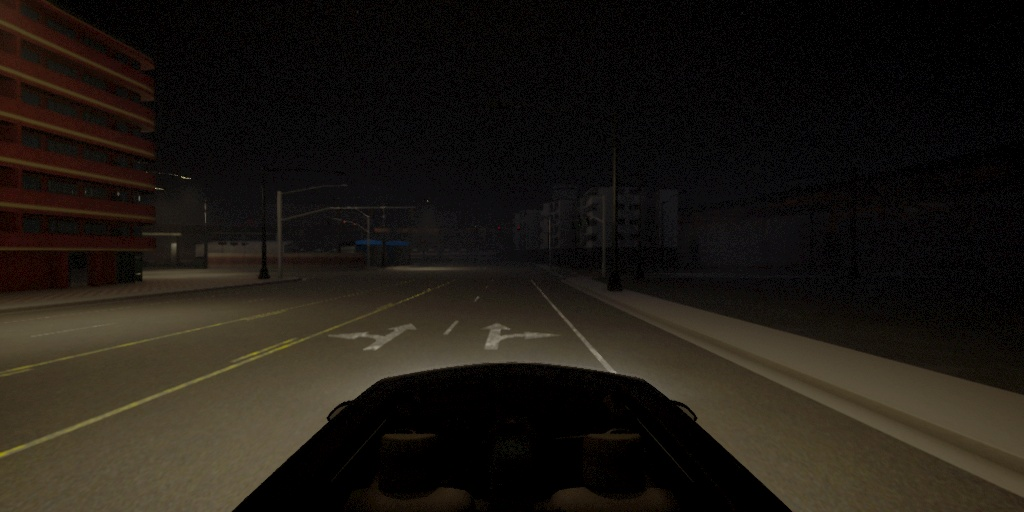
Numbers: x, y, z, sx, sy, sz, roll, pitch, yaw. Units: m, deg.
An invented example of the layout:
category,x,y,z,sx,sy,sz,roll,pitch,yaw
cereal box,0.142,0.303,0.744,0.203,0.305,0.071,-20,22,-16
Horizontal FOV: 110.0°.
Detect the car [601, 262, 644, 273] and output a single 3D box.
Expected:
category,x,y,z,sx,sy,sz,roll,pitch,yaw
car,13.235,1.351,42.843,4.718,1.301,1.895,0,0,-1
